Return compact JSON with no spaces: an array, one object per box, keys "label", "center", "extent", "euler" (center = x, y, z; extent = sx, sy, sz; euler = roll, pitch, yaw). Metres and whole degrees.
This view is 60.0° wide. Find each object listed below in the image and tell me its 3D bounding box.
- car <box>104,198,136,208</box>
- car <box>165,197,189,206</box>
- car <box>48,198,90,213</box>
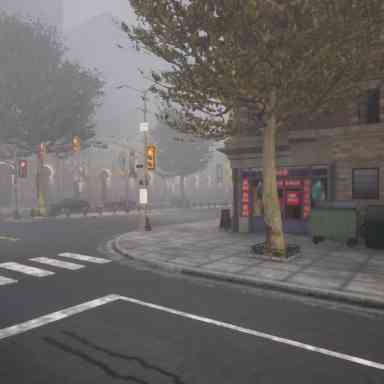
[{"label":"car","center":[-10.321,1.595,47.923],"extent":[1.895,1.301,4.718],"euler":[0,0,36]},{"label":"car","center":[-2.346,1.526,53.587],"extent":[1.812,1.442,4.674],"euler":[0,0,36]},{"label":"car","center":[-13.878,1.502,37.583],"extent":[1.837,1.490,4.892],"euler":[0,1,36]}]
